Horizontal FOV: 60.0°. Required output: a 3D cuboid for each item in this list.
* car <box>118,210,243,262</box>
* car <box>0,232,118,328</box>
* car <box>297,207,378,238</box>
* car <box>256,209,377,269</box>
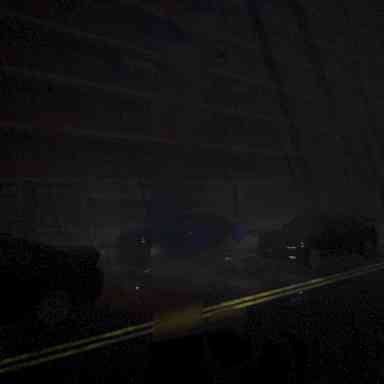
[{"bbox_3d":[-0.316,1.477,12.352,5.008,1.535,1.882,0,0,-35],"label":"car"},{"bbox_3d":[-3.987,1.478,5.430,5.008,1.535,1.882,0,0,-35],"label":"car"},{"bbox_3d":[8.087,1.600,18.334,4.718,1.301,1.895,0,0,-35],"label":"car"},{"bbox_3d":[4.373,1.477,11.392,5.008,1.535,1.882,0,0,-35],"label":"car"}]
